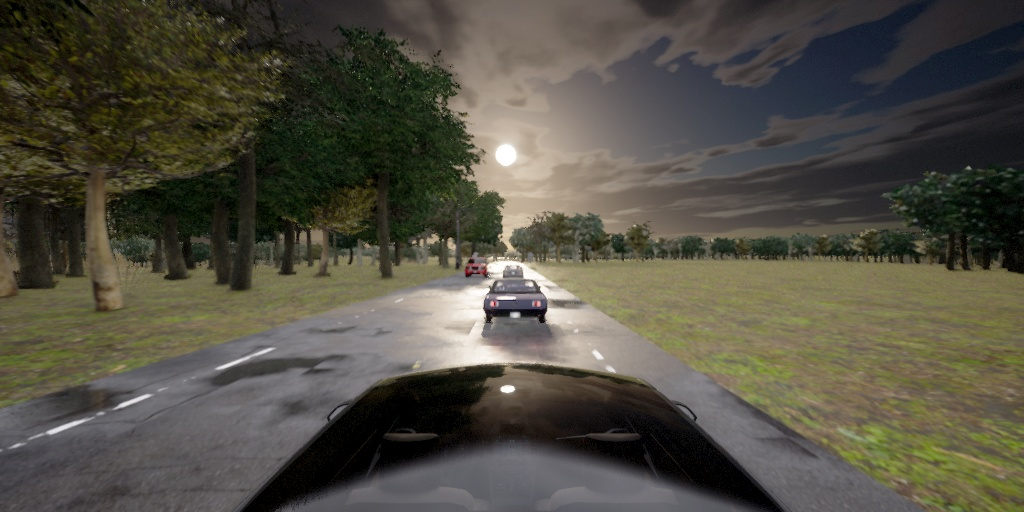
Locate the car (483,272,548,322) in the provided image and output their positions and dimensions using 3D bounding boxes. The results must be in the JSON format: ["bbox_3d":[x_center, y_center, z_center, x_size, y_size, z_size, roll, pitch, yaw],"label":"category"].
[{"bbox_3d":[0.098,1.406,12.446,1.895,1.301,4.718,0,0,0],"label":"car"}]

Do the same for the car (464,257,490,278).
[{"bbox_3d":[-3.502,1.151,36.792,2.150,2.045,5.566,0,0,0],"label":"car"}]

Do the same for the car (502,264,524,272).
[{"bbox_3d":[0.097,1.450,31.665,2.033,1.411,5.357,0,0,0],"label":"car"}]
